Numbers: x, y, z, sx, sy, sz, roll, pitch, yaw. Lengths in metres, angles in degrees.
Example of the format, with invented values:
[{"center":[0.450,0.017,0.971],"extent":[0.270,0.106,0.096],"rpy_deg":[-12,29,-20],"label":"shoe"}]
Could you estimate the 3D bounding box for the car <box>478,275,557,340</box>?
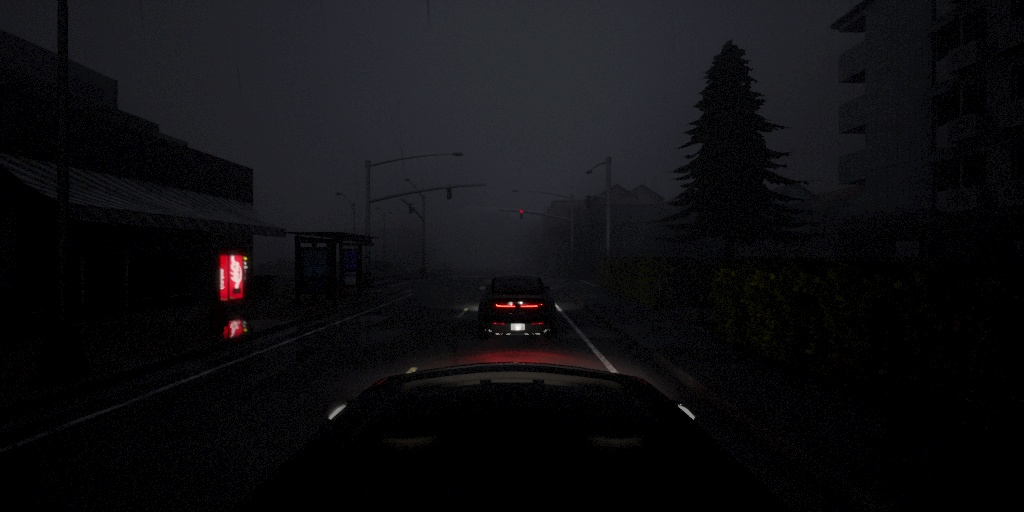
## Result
[{"center":[0.119,1.255,10.016],"extent":[1.837,1.490,4.892],"rpy_deg":[0,0,0],"label":"car"}]
